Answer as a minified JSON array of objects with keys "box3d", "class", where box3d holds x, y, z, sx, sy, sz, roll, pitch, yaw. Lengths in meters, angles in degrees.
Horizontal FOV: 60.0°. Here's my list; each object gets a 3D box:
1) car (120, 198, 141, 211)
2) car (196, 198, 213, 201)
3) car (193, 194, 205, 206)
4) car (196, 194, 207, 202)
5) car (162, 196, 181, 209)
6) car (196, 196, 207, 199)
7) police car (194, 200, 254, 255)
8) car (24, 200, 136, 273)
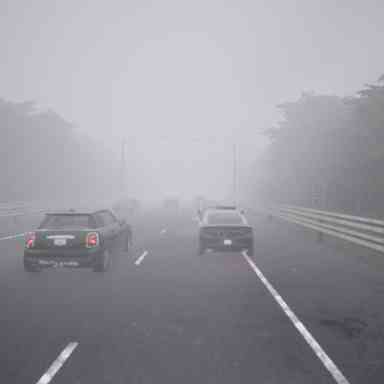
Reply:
[{"box3d":[-6.421,1.344,33.427,2.033,1.411,5.357,0,0,2],"class":"car"},{"box3d":[1.330,1.392,22.821,1.812,1.442,4.674,0,0,1],"class":"car"},{"box3d":[1.137,1.218,48.783,1.837,1.490,4.892,0,0,3],"class":"car"},{"box3d":[1.809,1.157,62.694,1.812,1.442,4.674,0,0,3],"class":"car"},{"box3d":[-2.580,1.277,41.473,1.812,1.442,4.674,0,0,2],"class":"car"},{"box3d":[1.476,1.357,28.773,1.812,1.442,4.674,0,0,2],"class":"car"},{"box3d":[1.155,1.348,13.008,1.930,1.638,5.238,0,0,1],"class":"police car"},{"box3d":[-3.327,1.288,10.607,2.097,1.767,4.553,0,0,1],"class":"car"}]
